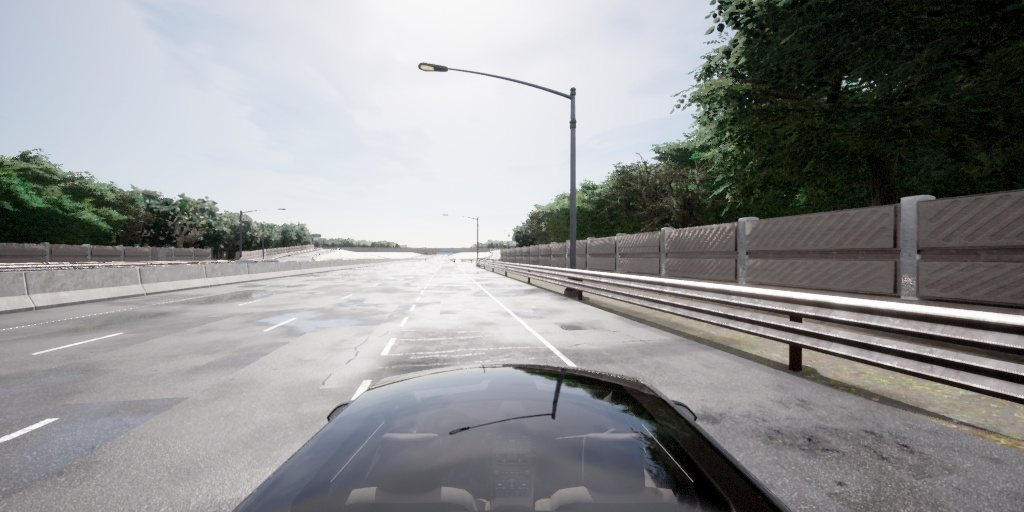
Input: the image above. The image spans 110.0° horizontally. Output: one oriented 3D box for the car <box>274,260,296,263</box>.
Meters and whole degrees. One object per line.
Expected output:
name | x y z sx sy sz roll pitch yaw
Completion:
car | -29.960 1.393 48.877 1.895 1.301 4.718 0 0 -10
